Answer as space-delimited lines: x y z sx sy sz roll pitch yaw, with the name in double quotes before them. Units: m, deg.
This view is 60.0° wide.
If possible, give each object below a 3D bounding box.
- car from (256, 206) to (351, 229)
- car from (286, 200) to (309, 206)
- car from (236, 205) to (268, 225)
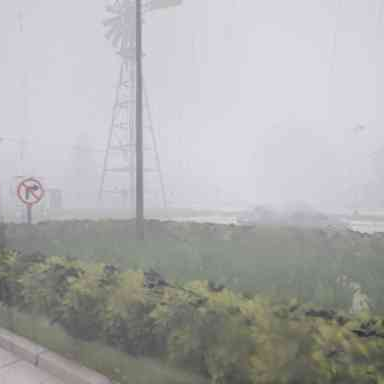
"car" 5.718 1.609 16.775 4.181 1.385 1.994 -1 0 35
"car" 11.105 1.606 34.631 1.816 1.474 4.193 -1 0 35
"car" 4.682 1.608 23.420 1.784 1.438 3.905 -1 0 35
